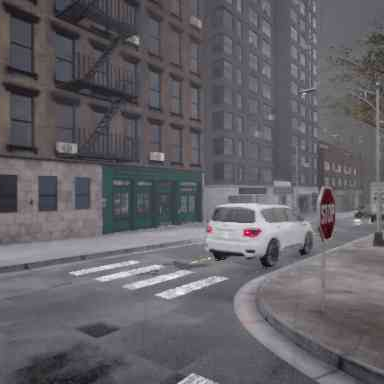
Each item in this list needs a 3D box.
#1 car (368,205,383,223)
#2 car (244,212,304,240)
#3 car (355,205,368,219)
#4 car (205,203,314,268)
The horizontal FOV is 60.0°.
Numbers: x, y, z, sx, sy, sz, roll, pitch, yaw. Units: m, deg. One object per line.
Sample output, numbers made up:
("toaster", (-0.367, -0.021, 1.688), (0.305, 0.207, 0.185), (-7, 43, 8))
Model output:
("car", (20.018, 2.235, 34.331), (2.097, 1.767, 4.553), (0, -1, 38))
("car", (5.121, 1.984, 20.302), (1.994, 1.385, 4.181), (0, -2, 38))
("car", (21.577, 2.381, 40.928), (2.097, 1.767, 4.553), (0, -1, 39))
("car", (2.737, 1.458, 12.557), (2.150, 2.045, 5.566), (0, -2, 38))
